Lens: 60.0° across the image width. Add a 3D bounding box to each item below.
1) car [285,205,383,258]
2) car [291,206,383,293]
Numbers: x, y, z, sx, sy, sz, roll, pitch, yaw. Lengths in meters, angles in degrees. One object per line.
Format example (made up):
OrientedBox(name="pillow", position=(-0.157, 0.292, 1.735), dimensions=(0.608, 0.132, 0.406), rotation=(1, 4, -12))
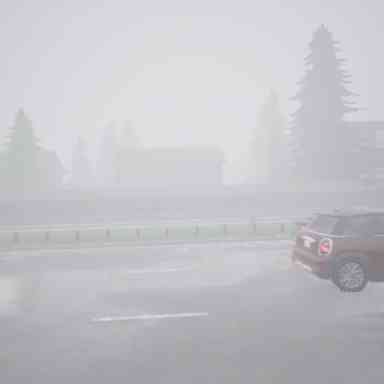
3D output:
OrientedBox(name="car", position=(5.974, 1.284, 11.626), dimensions=(4.892, 1.490, 1.837), rotation=(-2, 0, -4))
OrientedBox(name="car", position=(4.852, 1.180, 8.043), dimensions=(4.553, 1.767, 2.097), rotation=(-2, 0, -4))
